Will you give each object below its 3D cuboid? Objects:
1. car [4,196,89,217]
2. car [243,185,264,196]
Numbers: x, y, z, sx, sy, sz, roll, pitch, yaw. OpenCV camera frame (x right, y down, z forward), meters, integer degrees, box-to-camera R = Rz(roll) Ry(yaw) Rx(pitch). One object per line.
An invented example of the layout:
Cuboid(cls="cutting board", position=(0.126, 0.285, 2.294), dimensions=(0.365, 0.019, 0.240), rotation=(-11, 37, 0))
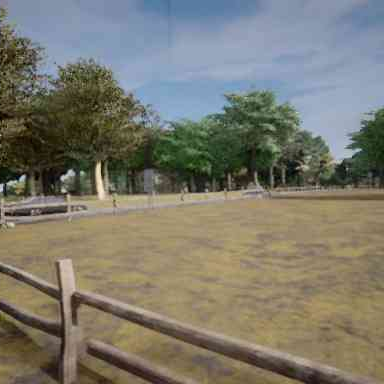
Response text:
Cuboid(cls="car", position=(-9.584, 0.961, 22.080), dimensions=(2.033, 1.411, 5.357), rotation=(-2, 0, 36))
Cuboid(cls="car", position=(10.301, -0.310, 56.163), dimensions=(2.097, 1.767, 4.553), rotation=(-2, 0, 35))
